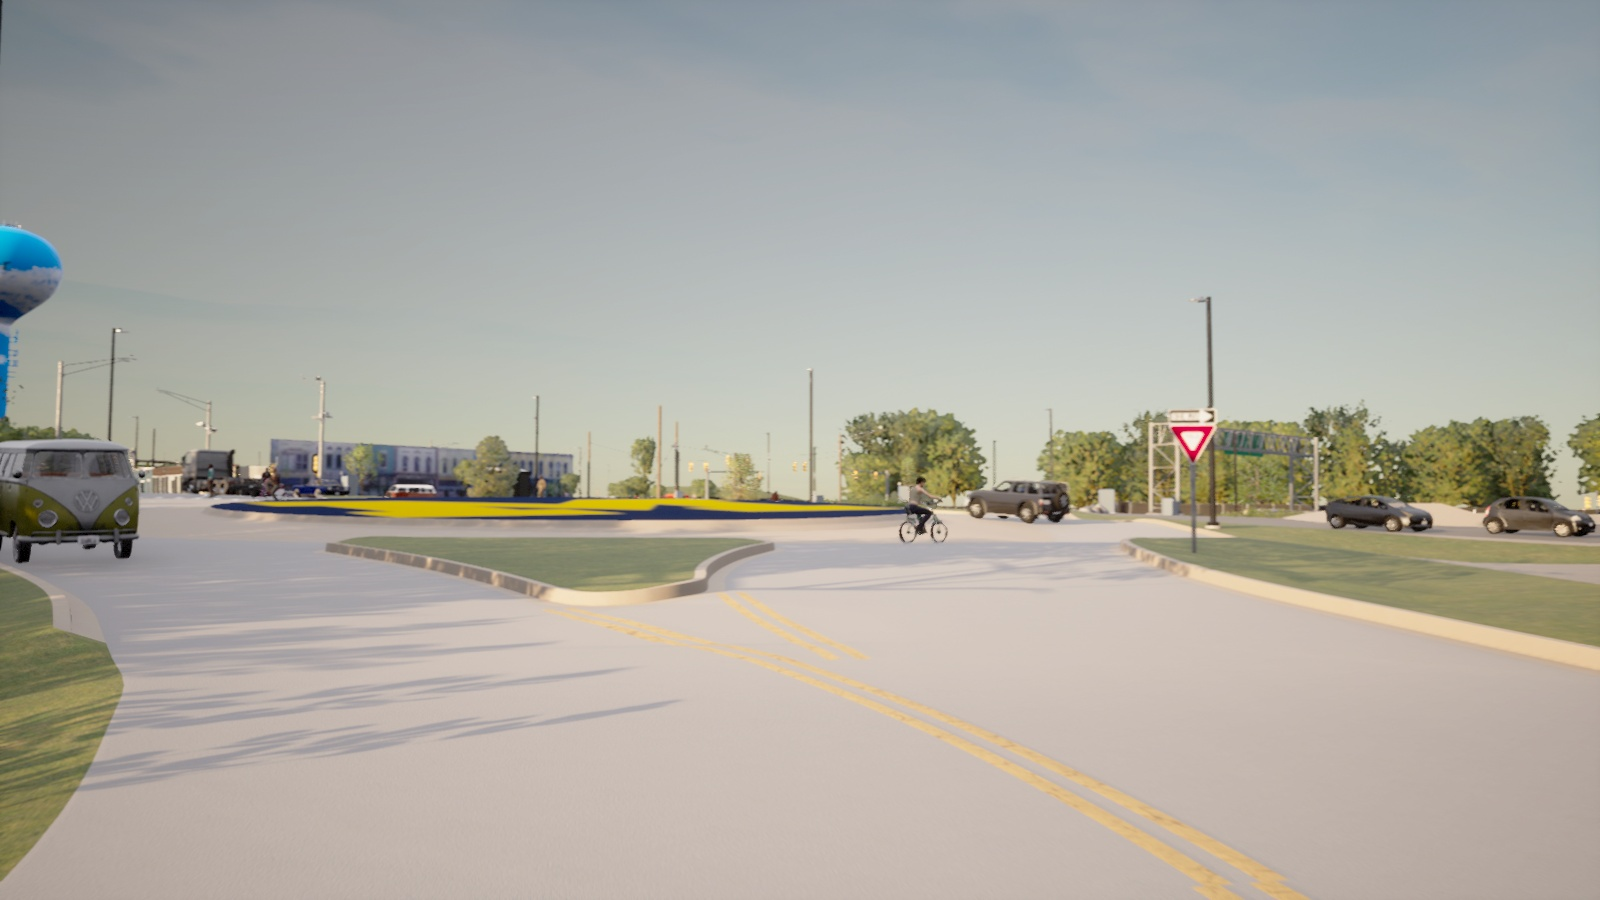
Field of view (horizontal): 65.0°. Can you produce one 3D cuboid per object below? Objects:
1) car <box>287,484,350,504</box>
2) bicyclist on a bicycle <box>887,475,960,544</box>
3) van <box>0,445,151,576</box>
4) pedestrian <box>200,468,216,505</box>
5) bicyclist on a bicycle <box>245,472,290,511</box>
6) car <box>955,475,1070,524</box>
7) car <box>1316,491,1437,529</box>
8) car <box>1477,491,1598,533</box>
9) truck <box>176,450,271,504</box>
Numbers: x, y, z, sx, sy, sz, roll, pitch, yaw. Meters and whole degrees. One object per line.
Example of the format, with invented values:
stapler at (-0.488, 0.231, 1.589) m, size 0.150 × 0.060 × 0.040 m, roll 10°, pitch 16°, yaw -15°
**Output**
car at (-32.420, 2.950, 84.500) m, size 4.718 × 1.301 × 1.895 m, roll -2°, pitch -4°, yaw 41°
bicyclist on a bicycle at (2.983, 1.452, 30.231) m, size 1.509 × 1.612 × 0.866 m, roll 2°, pitch -6°, yaw -34°
van at (-12.614, 0.929, 21.405) m, size 1.775 × 1.987 × 4.442 m, roll 0°, pitch 0°, yaw -41°
pedestrian at (-31.582, 1.936, 67.023) m, size 0.692 × 1.930 × 0.396 m, roll 2°, pitch -5°, yaw -31°
bicyclist on a bicycle at (-24.857, 1.946, 58.640) m, size 0.659 × 1.776 × 1.843 m, roll -2°, pitch -3°, yaw 34°
car at (8.960, 2.070, 53.312) m, size 1.932 × 1.855 × 4.605 m, roll 2°, pitch 0°, yaw -39°
car at (25.152, 2.582, 54.909) m, size 2.007 × 1.525 × 4.514 m, roll 1°, pitch -1°, yaw -28°
car at (30.899, 2.553, 52.711) m, size 1.851 × 1.617 × 3.988 m, roll 1°, pitch -1°, yaw -36°
truck at (-40.093, 1.936, 87.248) m, size 7.936 × 3.462 × 2.891 m, roll -3°, pitch -4°, yaw 41°
